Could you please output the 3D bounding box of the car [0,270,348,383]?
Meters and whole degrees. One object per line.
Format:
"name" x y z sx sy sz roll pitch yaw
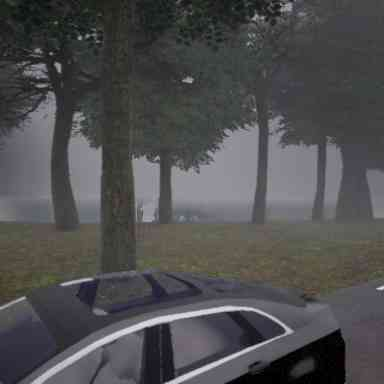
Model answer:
"car" -0.795 1.492 2.495 4.902 1.511 2.128 0 0 -35
